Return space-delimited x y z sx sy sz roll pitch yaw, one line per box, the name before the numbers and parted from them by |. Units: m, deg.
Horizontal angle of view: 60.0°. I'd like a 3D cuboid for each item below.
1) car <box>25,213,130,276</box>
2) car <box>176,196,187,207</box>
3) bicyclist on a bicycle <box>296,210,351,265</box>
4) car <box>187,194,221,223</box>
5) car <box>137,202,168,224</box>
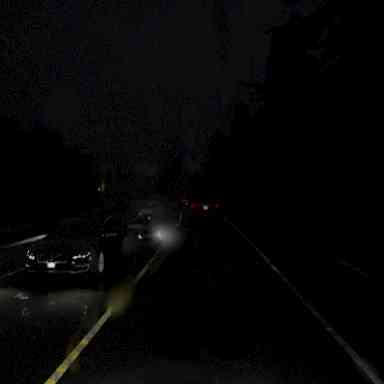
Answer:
car | -3.244 1.468 10.330 1.837 1.490 4.892 0 0 2
car | -1.167 1.374 49.127 1.837 1.490 4.892 0 0 -10
bicyclist on a bicycle | 3.908 1.358 10.025 1.656 1.620 0.582 -6 0 3
car | 0.935 1.156 25.086 2.150 2.045 5.566 0 0 0
car | -2.794 1.456 24.293 1.812 1.442 4.674 0 0 0
